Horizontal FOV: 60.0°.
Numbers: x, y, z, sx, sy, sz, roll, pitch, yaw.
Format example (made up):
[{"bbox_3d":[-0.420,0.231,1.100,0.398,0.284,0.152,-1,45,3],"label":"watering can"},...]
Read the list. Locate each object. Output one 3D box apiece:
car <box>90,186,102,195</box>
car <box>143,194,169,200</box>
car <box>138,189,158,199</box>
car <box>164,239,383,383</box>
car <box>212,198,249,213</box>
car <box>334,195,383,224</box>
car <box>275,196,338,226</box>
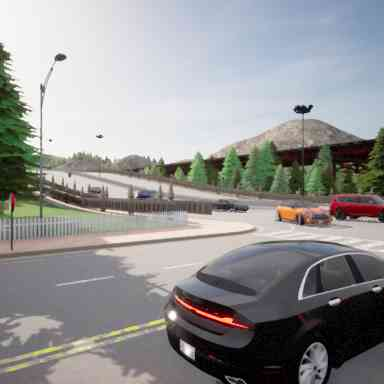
[{"bbox_3d":[-17.019,-0.298,59.655,1.994,1.385,4.181,0,7,-37],"label":"car"},{"bbox_3d":[-3.921,1.371,42.147,1.837,1.490,4.892,0,2,-37],"label":"car"},{"bbox_3d":[-6.313,0.644,51.119,2.150,2.045,5.566,0,5,-37],"label":"car"},{"bbox_3d":[1.921,1.505,5.116,4.892,1.490,1.837,0,0,-35],"label":"car"},{"bbox_3d":[4.236,1.496,37.197,1.837,1.490,4.892,0,0,-37],"label":"car"},{"bbox_3d":[13.292,1.223,25.295,2.150,2.045,5.566,0,0,-37],"label":"car"},{"bbox_3d":[7.762,1.351,23.498,2.097,1.767,4.553,0,0,-13],"label":"car"}]
